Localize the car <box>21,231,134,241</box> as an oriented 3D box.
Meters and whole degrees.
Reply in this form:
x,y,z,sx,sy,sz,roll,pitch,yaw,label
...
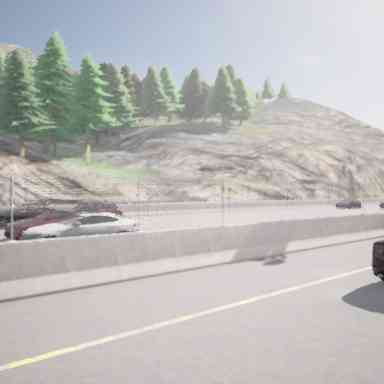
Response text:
x,y,z,sx,sy,sz,roll,pitch,yaw,label
-4.466,1.558,13.753,4.674,1.442,1.812,0,0,-36,car

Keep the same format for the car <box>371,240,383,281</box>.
x,y,z,sx,sy,sz,roll,pitch,yaw,label
6.595,1.490,8.598,5.008,1.535,1.882,0,0,-36,car
